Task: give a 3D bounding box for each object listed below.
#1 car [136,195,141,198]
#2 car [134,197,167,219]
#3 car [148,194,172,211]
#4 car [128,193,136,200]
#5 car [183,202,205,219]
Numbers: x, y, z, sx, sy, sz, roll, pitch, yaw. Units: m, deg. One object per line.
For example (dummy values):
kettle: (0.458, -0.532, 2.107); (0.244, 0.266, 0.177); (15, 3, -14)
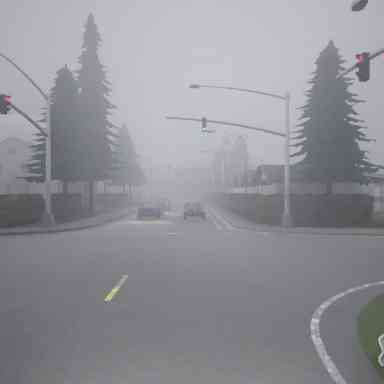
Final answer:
car: (-16.214, 1.391, 87.534); (3.806, 1.475, 1.970); (0, 0, -1)
car: (-3.598, 1.488, 29.614); (1.882, 1.535, 5.008); (0, 0, 0)
car: (-3.597, 1.366, 39.769); (2.097, 1.767, 4.553); (0, 0, 0)
car: (-16.804, 1.106, 84.205); (3.866, 1.878, 1.905); (0, 0, -1)
car: (0.164, 1.557, 29.364); (2.033, 1.411, 5.357); (0, 0, -1)
